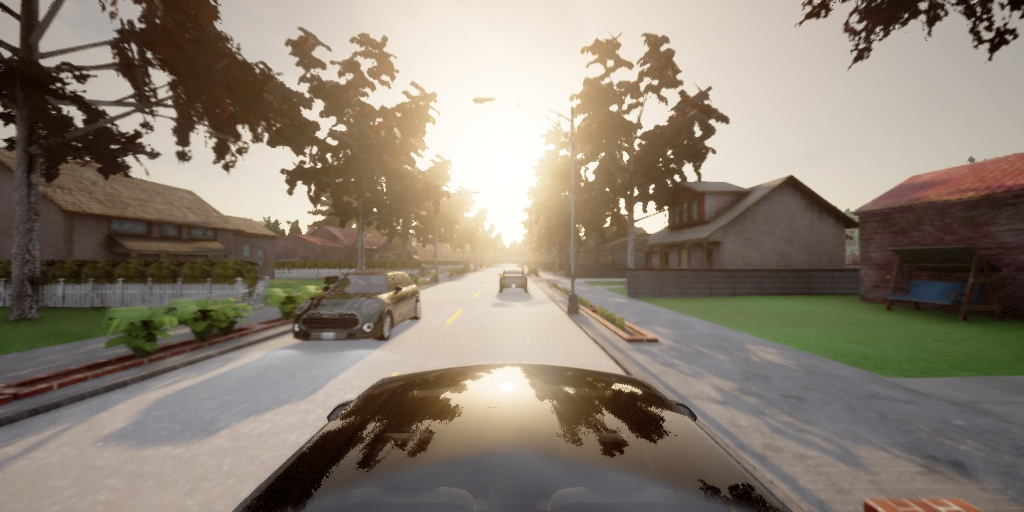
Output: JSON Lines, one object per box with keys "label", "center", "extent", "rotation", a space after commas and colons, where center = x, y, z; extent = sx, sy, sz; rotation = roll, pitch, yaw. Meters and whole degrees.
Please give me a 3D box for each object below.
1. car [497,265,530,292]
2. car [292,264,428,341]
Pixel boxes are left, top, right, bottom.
{"label": "car", "center": [0.095, 1.552, 24.003], "extent": [1.837, 1.490, 4.892], "rotation": [0, 0, 0]}
{"label": "car", "center": [-4.089, 1.215, 10.255], "extent": [2.097, 1.767, 4.553], "rotation": [0, -1, 0]}
